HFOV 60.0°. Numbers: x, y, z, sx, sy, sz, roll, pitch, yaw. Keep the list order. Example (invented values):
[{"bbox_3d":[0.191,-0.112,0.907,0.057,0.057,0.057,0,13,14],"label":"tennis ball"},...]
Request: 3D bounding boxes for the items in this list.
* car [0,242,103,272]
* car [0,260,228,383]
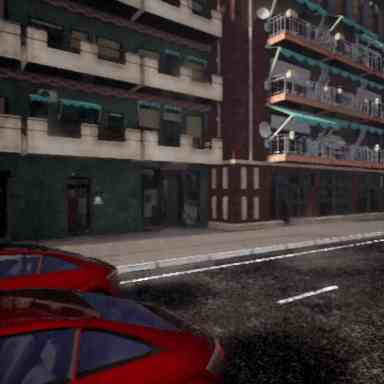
[{"bbox_3d":[-3.245,1.566,5.365,4.181,1.385,1.994,0,0,-35],"label":"car"},{"bbox_3d":[-1.685,1.564,2.484,4.181,1.385,1.994,0,0,-35],"label":"car"}]
